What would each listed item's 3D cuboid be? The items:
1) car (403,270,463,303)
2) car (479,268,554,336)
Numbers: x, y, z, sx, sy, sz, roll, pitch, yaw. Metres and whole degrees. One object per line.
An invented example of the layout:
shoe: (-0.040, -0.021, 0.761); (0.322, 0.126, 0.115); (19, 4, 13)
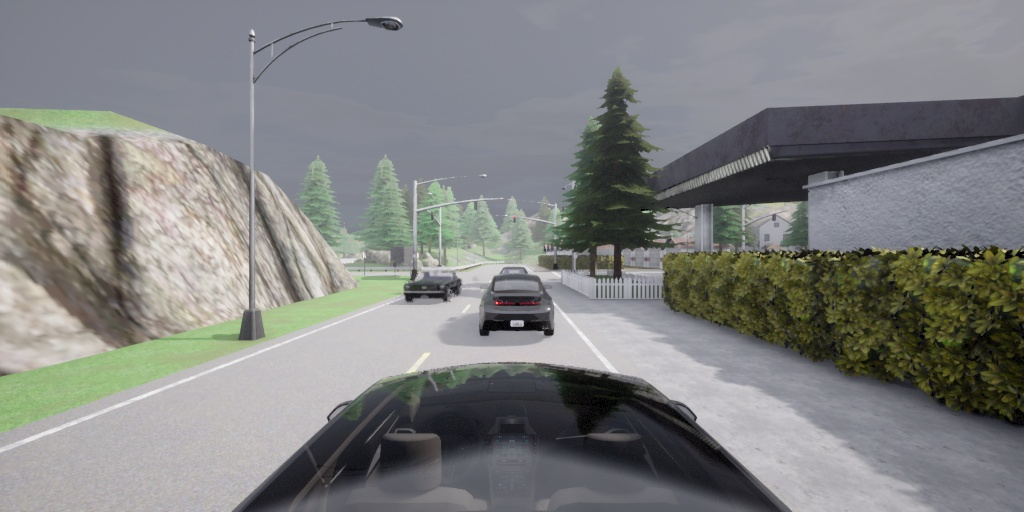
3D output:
car: (-3.541, 1.351, 16.745); (1.895, 1.301, 4.718); (0, 0, 0)
car: (0.117, 1.255, 10.376); (1.837, 1.490, 4.892); (0, 0, 0)
